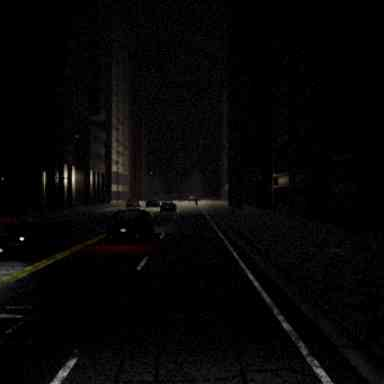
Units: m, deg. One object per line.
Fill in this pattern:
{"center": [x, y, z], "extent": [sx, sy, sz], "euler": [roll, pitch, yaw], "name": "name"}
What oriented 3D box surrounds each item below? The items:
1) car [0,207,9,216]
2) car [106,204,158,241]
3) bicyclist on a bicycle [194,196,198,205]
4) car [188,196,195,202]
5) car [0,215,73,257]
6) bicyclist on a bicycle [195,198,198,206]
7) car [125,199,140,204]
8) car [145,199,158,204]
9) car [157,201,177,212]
{"center": [-9.852, 1.478, 14.754], "extent": [2.097, 1.767, 4.553], "euler": [0, 0, 0], "name": "car"}
{"center": [-3.153, 1.627, 17.727], "extent": [1.882, 1.535, 5.008], "euler": [0, 0, 0], "name": "car"}
{"center": [0.881, 1.876, 72.738], "extent": [0.659, 1.776, 1.843], "euler": [0, 0, 0], "name": "bicyclist on a bicycle"}
{"center": [-0.014, 1.995, 90.755], "extent": [2.033, 1.411, 5.357], "euler": [0, 0, 0], "name": "car"}
{"center": [-6.602, 1.718, 13.636], "extent": [1.895, 1.301, 4.718], "euler": [0, 0, 0], "name": "car"}
{"center": [0.882, 1.914, 63.743], "extent": [0.582, 1.620, 1.656], "euler": [0, -1, 0], "name": "bicyclist on a bicycle"}
{"center": [-9.816, 1.885, 55.030], "extent": [1.882, 1.535, 5.008], "euler": [0, 0, 0], "name": "car"}
{"center": [-6.568, 1.885, 55.043], "extent": [1.882, 1.535, 5.008], "euler": [0, 0, 0], "name": "car"}
{"center": [-3.156, 1.905, 44.850], "extent": [1.994, 1.385, 4.181], "euler": [0, 0, 0], "name": "car"}
